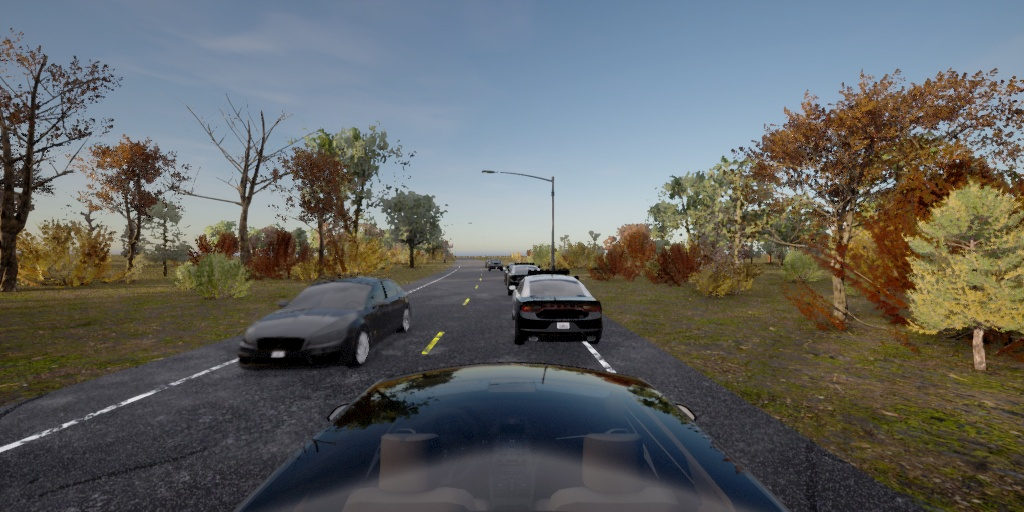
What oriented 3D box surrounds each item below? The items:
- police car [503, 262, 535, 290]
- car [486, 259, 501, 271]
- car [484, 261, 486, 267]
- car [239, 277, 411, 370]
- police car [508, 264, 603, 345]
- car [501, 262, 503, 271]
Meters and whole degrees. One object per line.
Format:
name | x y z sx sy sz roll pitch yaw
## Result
police car | 0.674 1.170 19.732 1.930 1.638 5.238 0 0 -2
car | -2.184 1.234 47.321 1.837 1.490 4.892 0 0 -5
car | -3.535 1.209 60.211 2.128 1.511 4.902 0 0 -7
car | -3.608 1.254 7.900 1.837 1.490 4.892 0 0 -1
police car | 0.967 1.174 9.681 1.930 1.638 5.238 0 0 -1
car | 0.405 1.217 25.650 1.882 1.535 5.008 0 0 -3
